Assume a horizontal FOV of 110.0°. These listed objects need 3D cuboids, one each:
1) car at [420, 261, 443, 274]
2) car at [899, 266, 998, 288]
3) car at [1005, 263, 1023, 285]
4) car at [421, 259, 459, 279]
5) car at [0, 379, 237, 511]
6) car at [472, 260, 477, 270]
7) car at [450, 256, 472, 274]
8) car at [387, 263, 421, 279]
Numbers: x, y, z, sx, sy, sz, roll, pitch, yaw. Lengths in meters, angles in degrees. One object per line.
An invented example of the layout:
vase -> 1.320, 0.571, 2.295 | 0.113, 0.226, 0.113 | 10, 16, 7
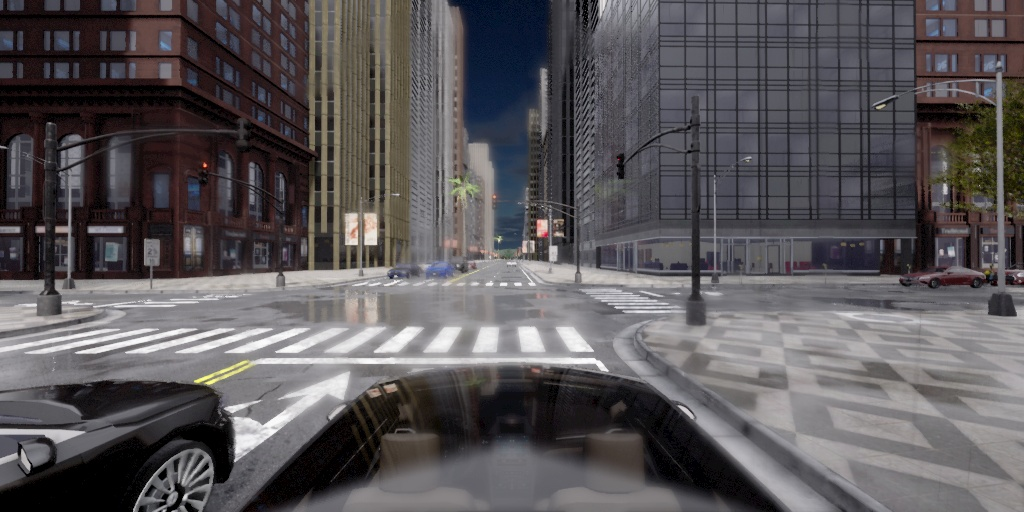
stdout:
car -> -9.923, 1.374, 44.540 | 1.812, 1.442, 4.674 | 0, 0, 0
car -> 26.430, 1.274, 22.027 | 4.207, 1.307, 1.802 | 0, 0, -1
car -> 32.068, 1.116, 22.125 | 4.097, 1.591, 1.967 | 0, 0, -1
car -> -6.651, 1.291, 33.573 | 1.882, 1.535, 5.008 | 0, 0, 2
car -> -3.138, 1.241, 0.933 | 2.128, 1.511, 4.902 | 0, 0, -1
car -> -6.673, 1.424, 56.891 | 1.812, 1.442, 4.674 | 0, 0, 0
car -> -6.671, 1.066, 44.030 | 2.150, 2.045, 5.566 | 0, 0, 0
car -> -9.871, 1.361, 33.542 | 2.033, 1.411, 5.357 | 0, 0, 3
